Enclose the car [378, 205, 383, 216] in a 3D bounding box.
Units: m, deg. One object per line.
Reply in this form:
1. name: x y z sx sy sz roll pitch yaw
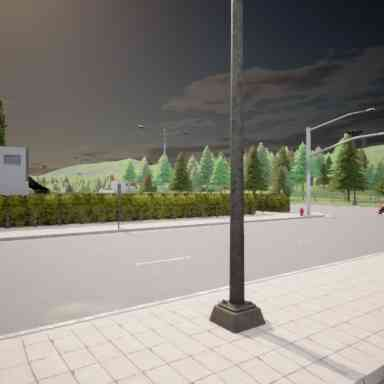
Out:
1. car: 19.508 1.351 30.196 2.097 1.767 4.553 0 0 -37
